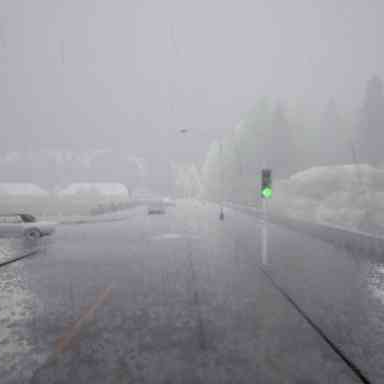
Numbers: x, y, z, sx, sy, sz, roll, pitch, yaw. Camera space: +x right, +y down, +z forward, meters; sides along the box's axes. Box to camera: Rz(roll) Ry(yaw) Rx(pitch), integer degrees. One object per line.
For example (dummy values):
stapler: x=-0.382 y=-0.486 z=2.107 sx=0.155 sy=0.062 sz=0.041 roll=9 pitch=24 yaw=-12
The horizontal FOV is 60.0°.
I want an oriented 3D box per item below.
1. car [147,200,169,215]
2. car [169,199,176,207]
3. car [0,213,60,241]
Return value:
car: x=-4.008 y=1.875 z=38.321 sx=1.837 sy=1.490 sz=4.892 roll=0 pitch=2 yaw=0
car: x=-4.013 y=2.129 z=62.361 sx=1.812 sy=1.442 sz=4.674 roll=0 pitch=0 yaw=0
car: x=-9.022 y=1.680 z=16.115 sx=4.718 sy=1.301 sz=1.895 roll=1 pitch=-2 yaw=-16
